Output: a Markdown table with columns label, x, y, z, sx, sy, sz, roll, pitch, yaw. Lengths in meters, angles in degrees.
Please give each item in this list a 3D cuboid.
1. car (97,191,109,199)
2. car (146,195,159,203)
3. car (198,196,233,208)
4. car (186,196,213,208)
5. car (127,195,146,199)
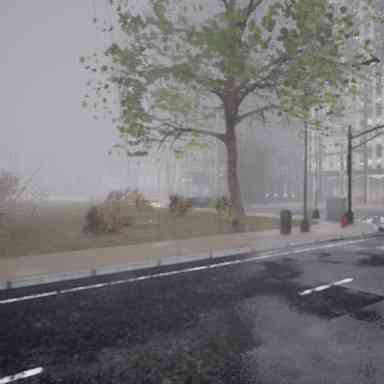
| label | x | y | z | sx | sy | sz | roll | pitch | yaw |
| --- | --- | --- | --- | --- | --- | --- | --- | --- | --- |
| car | -23.385 | 1.258 | 90.321 | 2.128 | 1.511 | 4.902 | 1 | 0 | -34 |
| car | -7.793 | 1.270 | 61.153 | 1.882 | 1.535 | 5.008 | 1 | 0 | -34 |
| car | 3.030 | 1.293 | 44.800 | 2.128 | 1.511 | 4.902 | 1 | 0 | -34 |
| car | 0.289 | 1.317 | 43.042 | 2.033 | 1.411 | 5.357 | 1 | 0 | -34 |
| car | -10.495 | 1.287 | 59.346 | 1.837 | 1.490 | 4.892 | 1 | 0 | -34 |
